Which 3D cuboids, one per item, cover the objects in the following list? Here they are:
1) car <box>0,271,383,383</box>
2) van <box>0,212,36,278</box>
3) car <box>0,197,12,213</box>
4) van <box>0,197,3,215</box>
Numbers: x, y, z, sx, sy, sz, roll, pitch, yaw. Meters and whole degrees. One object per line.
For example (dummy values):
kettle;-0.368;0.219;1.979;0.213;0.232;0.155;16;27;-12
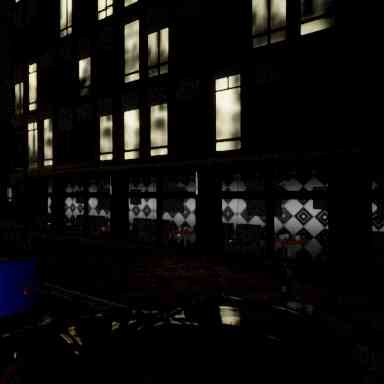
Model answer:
car;0.110;1.582;2.759;4.206;1.307;1.802;0;0;35
van;-4.522;1.342;6.062;3.998;1.788;1.690;0;0;35
car;-14.414;1.358;28.174;2.192;1.841;5.009;-1;-1;35
van;-21.250;1.425;33.020;1.690;1.788;3.998;-1;-1;35
